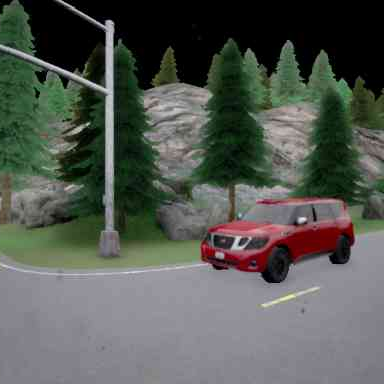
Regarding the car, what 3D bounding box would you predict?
[{"bbox_3d":[2.831,1.223,10.101,5.566,2.045,2.150,0,0,-39],"label":"car"}]
